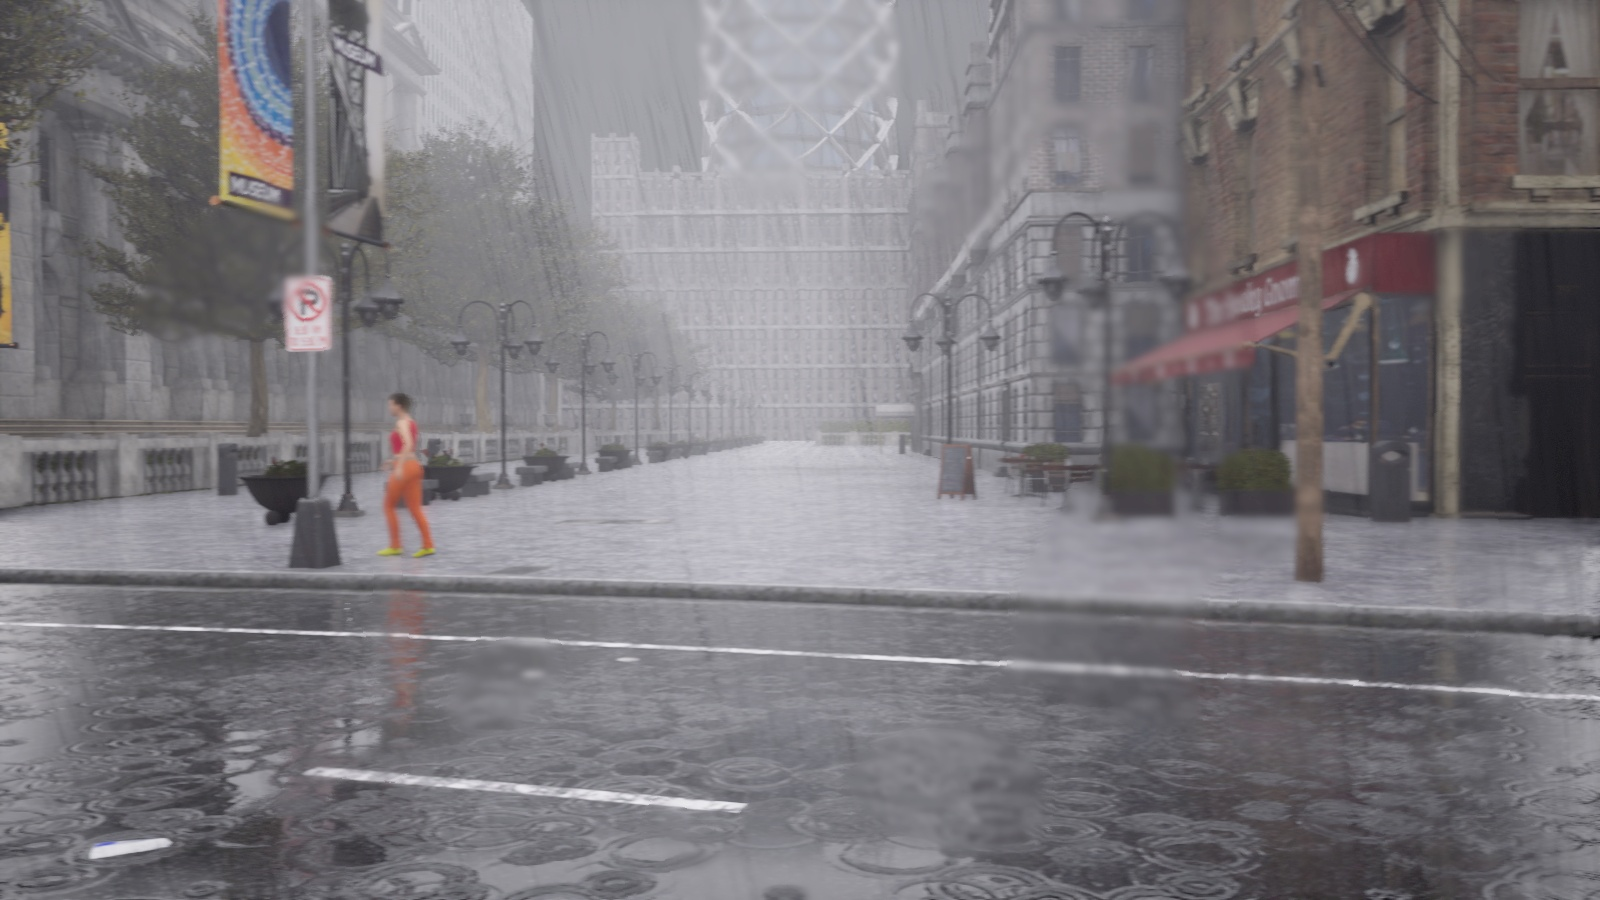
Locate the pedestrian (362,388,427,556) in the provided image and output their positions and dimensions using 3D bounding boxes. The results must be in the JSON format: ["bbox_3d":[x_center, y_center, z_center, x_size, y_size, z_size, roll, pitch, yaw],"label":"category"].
[{"bbox_3d":[-4.501,0.233,13.944,0.594,1.836,0.345,0,1,7],"label":"pedestrian"}]
